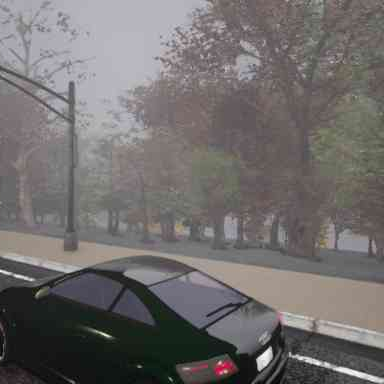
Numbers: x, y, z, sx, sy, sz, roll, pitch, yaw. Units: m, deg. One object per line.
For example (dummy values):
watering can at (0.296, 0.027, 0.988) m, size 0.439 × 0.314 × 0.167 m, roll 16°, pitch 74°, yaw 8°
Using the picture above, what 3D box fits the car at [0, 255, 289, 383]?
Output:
car at (-0.932, 1.561, 4.352) m, size 4.181 × 1.385 × 1.994 m, roll 0°, pitch 0°, yaw 36°
